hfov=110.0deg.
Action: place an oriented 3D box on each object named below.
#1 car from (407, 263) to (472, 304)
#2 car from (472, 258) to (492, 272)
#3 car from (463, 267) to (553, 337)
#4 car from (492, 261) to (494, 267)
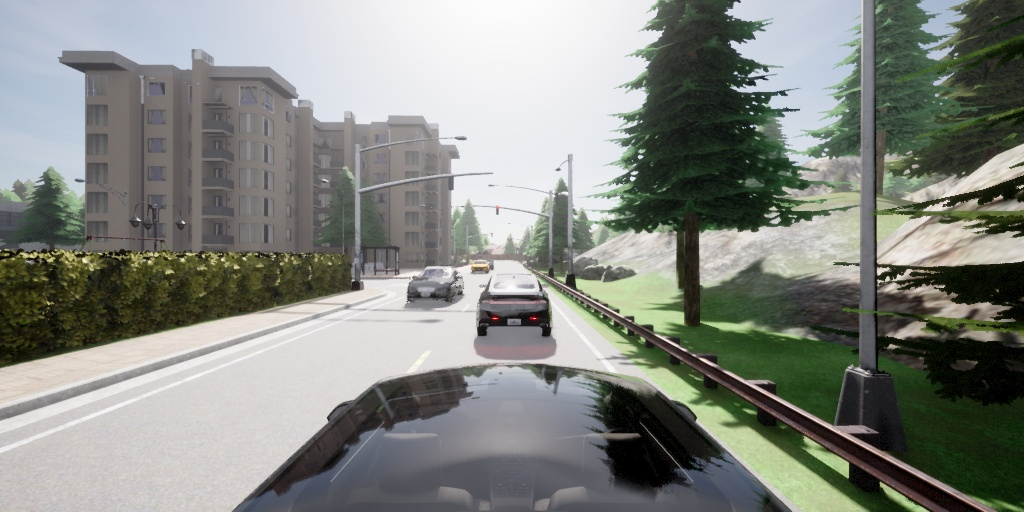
[{"bbox_3d":[-3.338,1.241,16.478,2.128,1.511,4.902,0,0,1],"label":"car"},{"bbox_3d":[-3.693,1.227,42.321,1.882,1.535,5.008,0,0,0],"label":"car"},{"bbox_3d":[0.058,1.242,10.331,2.128,1.511,4.902,0,0,0],"label":"car"},{"bbox_3d":[-3.707,1.102,51.932,2.097,1.767,4.553,0,0,0],"label":"car"}]
